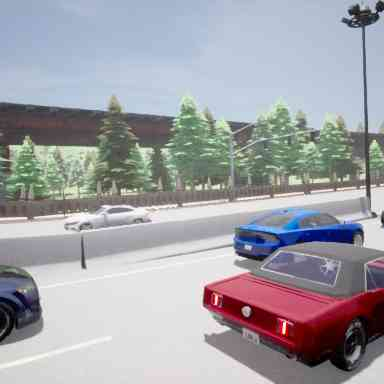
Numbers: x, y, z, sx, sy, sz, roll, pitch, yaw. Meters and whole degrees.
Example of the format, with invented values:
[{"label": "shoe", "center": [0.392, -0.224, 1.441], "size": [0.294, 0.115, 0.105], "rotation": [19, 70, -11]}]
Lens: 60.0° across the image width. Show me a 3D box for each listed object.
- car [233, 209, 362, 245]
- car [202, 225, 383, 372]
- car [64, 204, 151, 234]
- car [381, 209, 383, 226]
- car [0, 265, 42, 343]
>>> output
[{"label": "car", "center": [3.554, 1.283, 10.624], "size": [5.008, 1.535, 1.882], "rotation": [-3, 2, -36]}, {"label": "car", "center": [2.566, 1.528, 5.602], "size": [4.718, 1.301, 1.895], "rotation": [-2, 1, -36]}, {"label": "car", "center": [-4.461, 1.425, 18.035], "size": [4.674, 1.442, 1.812], "rotation": [-2, 1, -36]}, {"label": "car", "center": [10.834, 0.880, 15.869], "size": [4.181, 1.385, 1.994], "rotation": [-4, 2, -36]}, {"label": "car", "center": [-4.495, 1.563, 4.842], "size": [4.181, 1.385, 1.994], "rotation": [0, 0, -36]}]
